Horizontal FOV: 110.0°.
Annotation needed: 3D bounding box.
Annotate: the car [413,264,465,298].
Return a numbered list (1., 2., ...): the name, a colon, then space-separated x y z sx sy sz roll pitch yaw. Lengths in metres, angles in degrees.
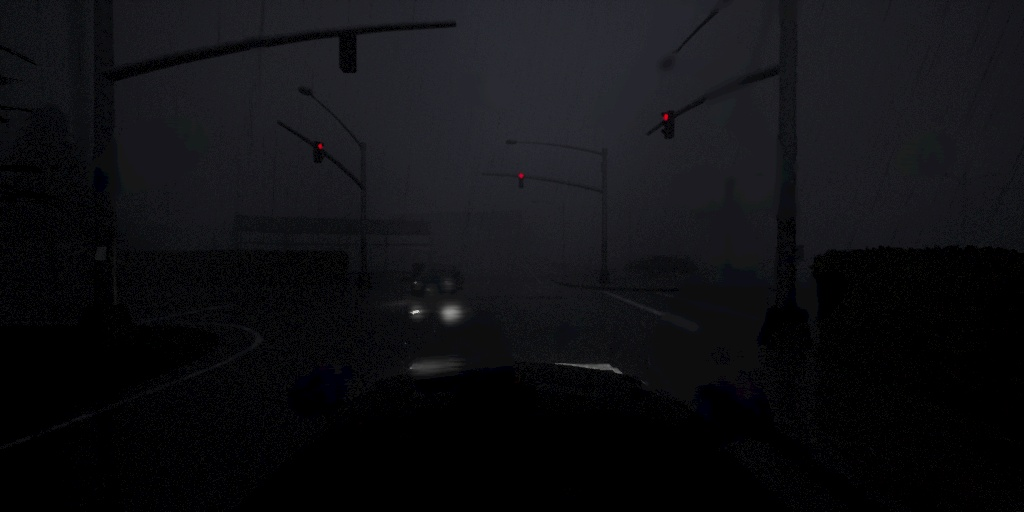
1. car: -3.412 1.120 17.481 1.812 1.442 4.674 0 2 0

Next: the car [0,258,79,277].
1. car: -40.852 0.953 30.955 1.882 1.535 5.008 0 1 -4
